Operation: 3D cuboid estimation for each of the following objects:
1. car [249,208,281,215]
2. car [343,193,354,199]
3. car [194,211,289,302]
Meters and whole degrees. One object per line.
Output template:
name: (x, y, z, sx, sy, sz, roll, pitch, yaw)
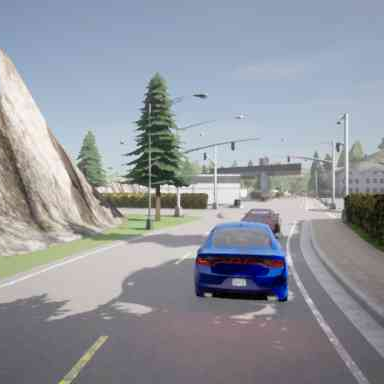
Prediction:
car: (3.677, 1.561, 17.631, 1.994, 1.385, 4.181, 0, 0, 17)
car: (40.119, 1.064, 82.984, 3.866, 1.878, 1.905, 0, 0, 19)
car: (1.281, 1.476, 8.440, 1.882, 1.535, 5.008, 0, 0, 10)
